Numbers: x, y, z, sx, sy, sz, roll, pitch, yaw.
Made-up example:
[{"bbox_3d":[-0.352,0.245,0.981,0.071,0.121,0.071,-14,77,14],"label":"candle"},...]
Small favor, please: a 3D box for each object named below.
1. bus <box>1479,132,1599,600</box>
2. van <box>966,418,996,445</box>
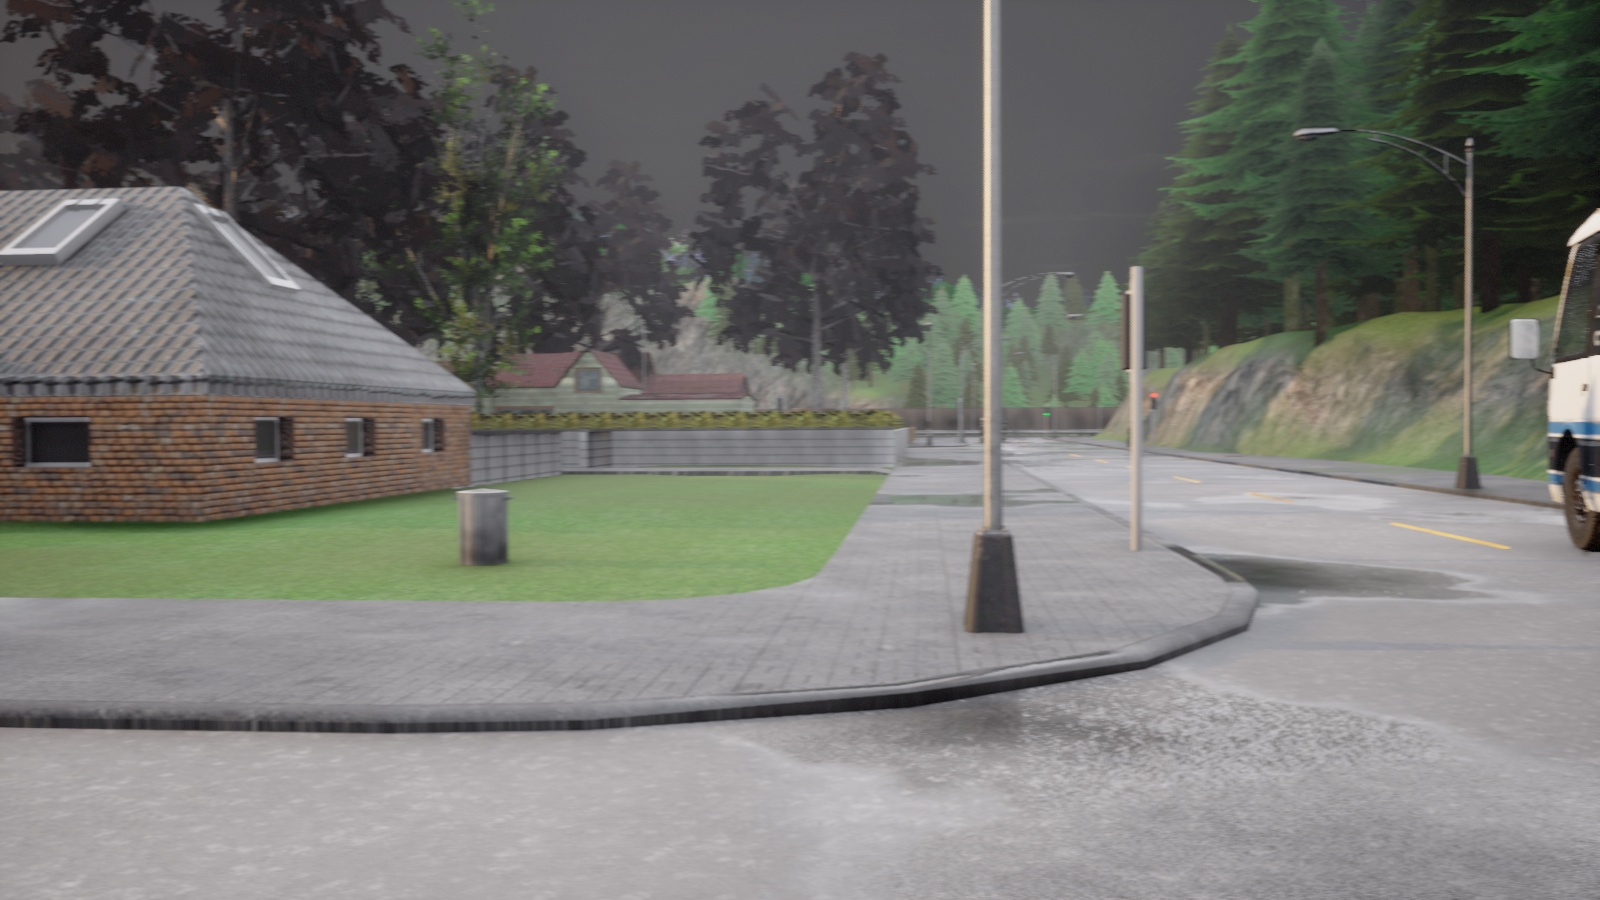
[{"bbox_3d":[9.471,-0.781,11.725,3.944,4.253,10.273,0,1,20],"label":"bus"},{"bbox_3d":[13.858,-1.446,96.251,2.069,2.038,4.480,0,1,5],"label":"van"}]
